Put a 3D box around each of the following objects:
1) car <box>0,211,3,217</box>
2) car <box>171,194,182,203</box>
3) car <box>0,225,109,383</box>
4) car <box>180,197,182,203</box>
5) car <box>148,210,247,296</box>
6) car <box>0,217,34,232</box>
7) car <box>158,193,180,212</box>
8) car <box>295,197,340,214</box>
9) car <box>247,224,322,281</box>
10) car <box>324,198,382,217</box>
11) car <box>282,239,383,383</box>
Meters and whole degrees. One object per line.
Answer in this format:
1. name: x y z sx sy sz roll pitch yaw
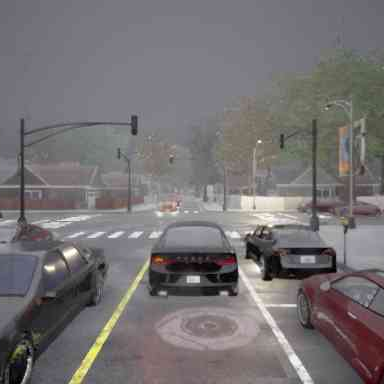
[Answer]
1. car: -17.072 1.647 25.864 4.181 1.385 1.994 0 0 0
2. car: -3.191 1.374 68.794 2.097 1.767 4.553 0 0 0
3. car: -2.754 1.545 5.261 2.033 1.411 5.357 0 0 0
4. car: -3.210 1.220 53.525 2.150 2.045 5.566 0 1 1
5. car: 0.048 1.474 8.658 1.882 1.535 5.008 0 0 1
6. car: -5.400 1.577 9.597 1.802 1.307 4.206 0 0 0
7. car: -2.873 1.347 38.605 2.097 1.767 4.553 0 0 -5
8. car: 12.541 1.252 32.602 4.553 1.767 2.097 0 0 0
9. car: 2.625 1.561 9.612 1.947 1.339 4.313 0 0 0
10. car: 14.332 1.456 29.353 4.181 1.385 1.994 0 0 0
11. car: 2.635 1.580 4.094 1.802 1.307 4.206 0 0 0
